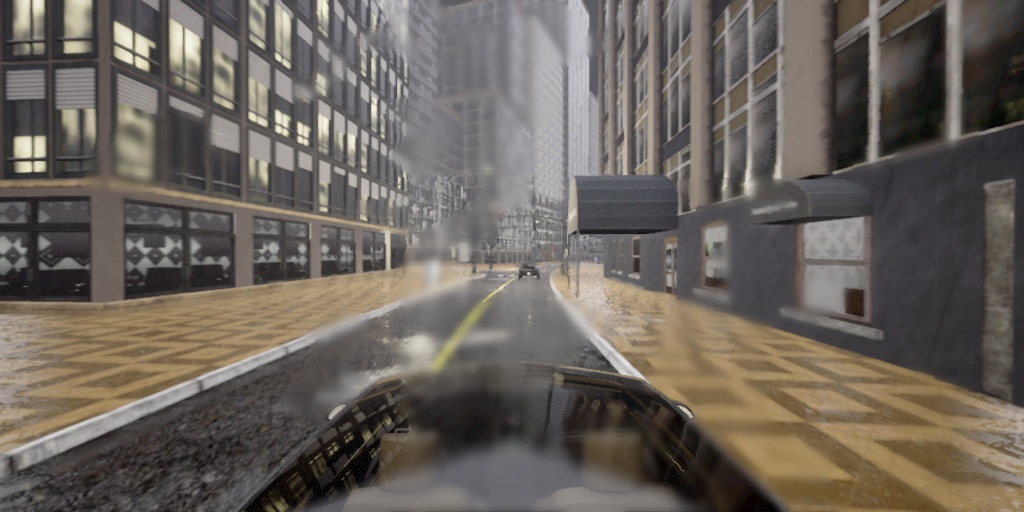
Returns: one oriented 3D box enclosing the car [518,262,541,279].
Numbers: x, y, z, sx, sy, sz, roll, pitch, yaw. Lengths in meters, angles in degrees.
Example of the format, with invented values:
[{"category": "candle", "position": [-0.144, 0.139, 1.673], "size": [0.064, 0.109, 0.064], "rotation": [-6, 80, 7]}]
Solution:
[{"category": "car", "position": [1.567, 1.296, 32.608], "size": [1.837, 1.490, 4.892], "rotation": [0, -1, 4]}]
